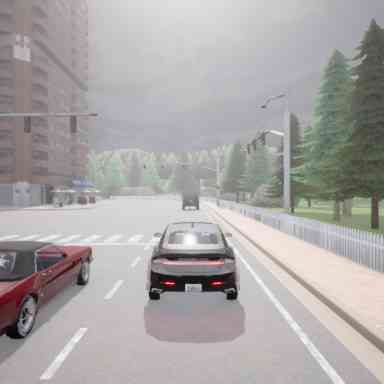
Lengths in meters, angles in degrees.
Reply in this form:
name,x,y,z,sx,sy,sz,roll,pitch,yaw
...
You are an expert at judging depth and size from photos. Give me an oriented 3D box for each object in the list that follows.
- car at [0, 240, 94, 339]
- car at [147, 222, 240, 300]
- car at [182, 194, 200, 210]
name,x,y,z,sx,sy,sz,roll,pitch,yaw
car,-3.449,1.601,6.502,1.895,1.301,4.718,0,0,0
car,0.024,1.491,8.350,2.128,1.511,4.902,0,0,0
car,-0.173,1.221,43.797,2.150,2.045,5.566,0,0,-1
